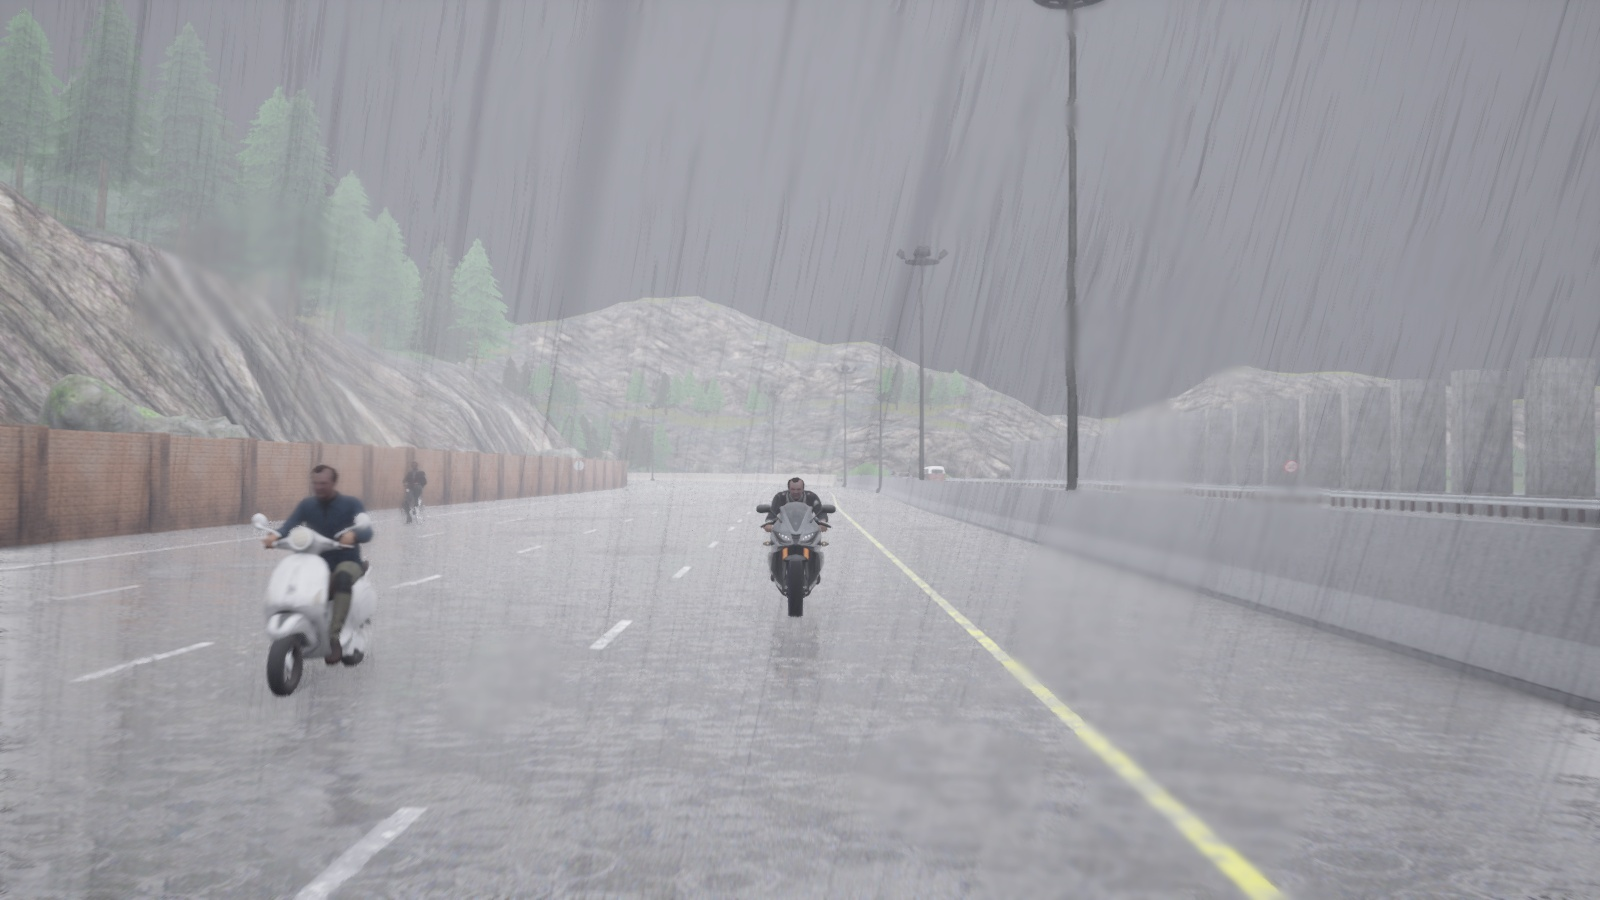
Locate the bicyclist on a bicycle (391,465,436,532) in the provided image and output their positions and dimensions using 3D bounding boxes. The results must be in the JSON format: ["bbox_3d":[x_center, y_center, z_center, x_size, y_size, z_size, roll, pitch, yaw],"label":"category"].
[{"bbox_3d":[-10.591,1.304,34.446,0.659,1.776,1.843,0,-1,0],"label":"bicyclist on a bicycle"}]

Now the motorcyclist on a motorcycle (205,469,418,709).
[{"bbox_3d":[-3.525,0.937,9.260,0.866,1.590,1.817,0,-1,0],"label":"motorcyclist on a motorcycle"}]

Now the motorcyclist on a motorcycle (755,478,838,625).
[{"bbox_3d":[-0.038,1.089,14.307,0.866,1.530,2.191,0,-1,0],"label":"motorcyclist on a motorcycle"}]
